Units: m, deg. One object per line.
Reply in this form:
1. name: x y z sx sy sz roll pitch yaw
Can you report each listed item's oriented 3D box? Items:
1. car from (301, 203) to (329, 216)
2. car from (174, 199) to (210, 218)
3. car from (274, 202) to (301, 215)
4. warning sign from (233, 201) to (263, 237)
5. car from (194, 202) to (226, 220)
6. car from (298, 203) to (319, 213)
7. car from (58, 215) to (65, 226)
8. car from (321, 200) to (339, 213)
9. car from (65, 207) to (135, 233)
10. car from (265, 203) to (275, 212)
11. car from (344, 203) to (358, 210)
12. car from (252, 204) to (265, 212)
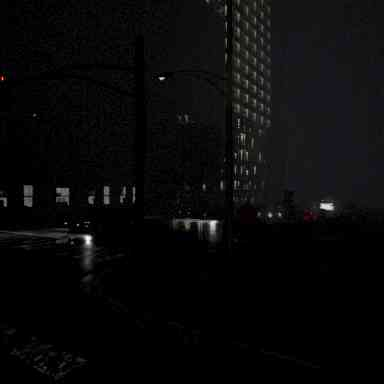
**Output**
1. car: 16.496 2.456 44.519 1.895 1.301 4.718 0 -1 33
2. car: 0.233 1.803 37.566 2.150 2.045 5.566 0 -1 33
3. car: 13.630 2.395 46.075 2.033 1.411 5.357 0 -1 33
4. warning sign: 3.109 1.454 18.570 1.300 1.860 1.060 1 1 33
5. car: 2.598 2.078 35.236 1.837 1.490 4.892 0 -1 33
6. car: 19.164 2.576 54.737 2.033 1.411 5.357 0 -1 33
7. car: -7.697 1.921 25.279 1.895 1.301 4.718 0 -1 33
8. car: 21.914 2.254 53.003 2.150 2.045 5.566 0 -1 33
9. car: -5.681 1.804 22.412 1.837 1.490 4.892 0 -1 33
10. car: 13.741 2.296 52.326 2.097 1.767 4.553 0 -1 33
11. car: 31.480 2.837 65.732 1.812 1.442 4.674 0 -1 33
12. car: 10.975 2.564 54.034 1.895 1.301 4.718 0 -1 33
